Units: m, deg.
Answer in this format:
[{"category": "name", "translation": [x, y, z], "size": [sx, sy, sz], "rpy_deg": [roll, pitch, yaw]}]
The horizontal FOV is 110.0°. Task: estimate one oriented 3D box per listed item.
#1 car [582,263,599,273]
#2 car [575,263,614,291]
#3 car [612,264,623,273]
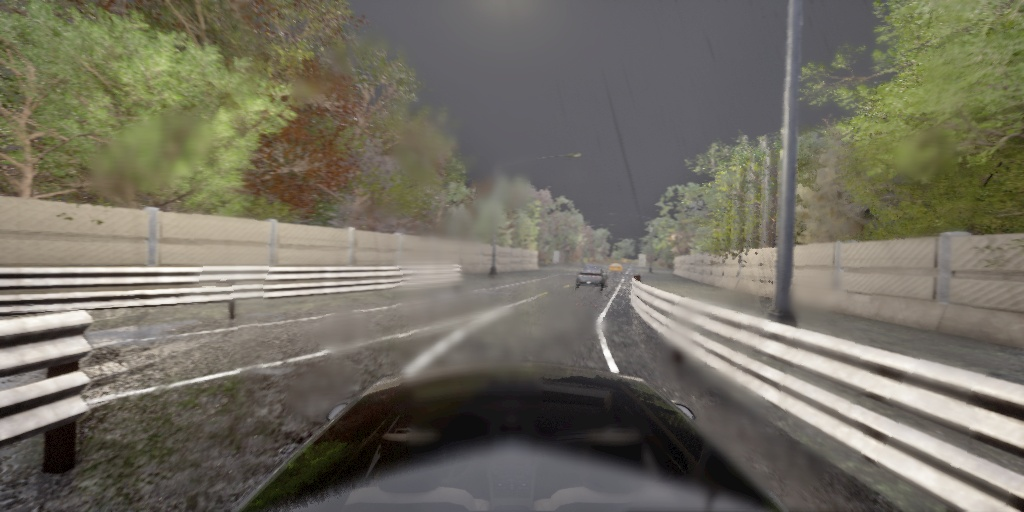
[{"category": "car", "translation": [12.301, 1.876, 55.964], "size": [2.033, 1.411, 5.357], "rpy_deg": [2, 0, 19]}, {"category": "car", "translation": [5.590, 1.505, 24.820], "size": [2.128, 1.511, 4.902], "rpy_deg": [2, 0, 18]}, {"category": "car", "translation": [17.538, 2.024, 60.425], "size": [1.882, 1.535, 5.008], "rpy_deg": [2, 0, 19]}]
